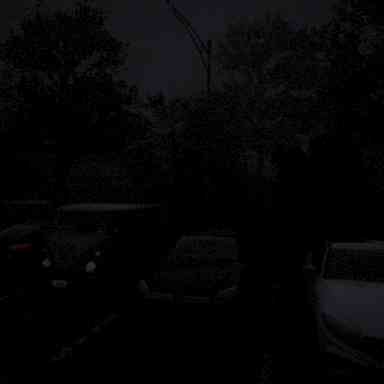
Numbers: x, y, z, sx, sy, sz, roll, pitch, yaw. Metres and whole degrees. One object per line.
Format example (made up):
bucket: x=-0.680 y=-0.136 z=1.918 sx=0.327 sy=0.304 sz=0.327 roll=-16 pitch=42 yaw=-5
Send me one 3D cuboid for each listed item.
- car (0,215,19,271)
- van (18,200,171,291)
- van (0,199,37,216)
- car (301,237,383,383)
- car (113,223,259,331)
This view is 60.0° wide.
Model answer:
car: x=-4.392 y=1.538 z=10.558 sx=2.002 sy=1.452 sz=4.674 roll=0 pitch=-1 yaw=16
van: x=-2.014 y=1.267 z=8.739 sx=1.878 sy=1.987 sz=4.442 roll=0 pitch=-1 yaw=16
van: x=-6.754 y=1.282 z=12.385 sx=1.878 sy=1.987 sz=4.442 roll=0 pitch=-1 yaw=15
car: x=2.809 y=1.527 z=5.432 sx=2.002 sy=1.452 sz=4.674 roll=1 pitch=-1 yaw=15
car: x=0.410 y=1.530 z=7.140 sx=2.002 sy=1.452 sz=4.674 roll=0 pitch=-1 yaw=16
